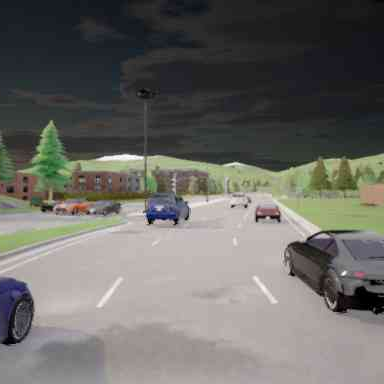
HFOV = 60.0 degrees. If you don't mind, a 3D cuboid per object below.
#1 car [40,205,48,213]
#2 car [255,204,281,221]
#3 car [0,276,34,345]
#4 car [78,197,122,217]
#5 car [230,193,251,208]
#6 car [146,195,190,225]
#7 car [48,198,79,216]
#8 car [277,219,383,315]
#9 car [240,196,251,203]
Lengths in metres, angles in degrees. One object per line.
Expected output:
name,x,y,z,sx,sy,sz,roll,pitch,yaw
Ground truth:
car,-14.588,1.612,36.663,1.895,1.301,4.718,0,0,12
car,5.903,1.571,26.121,1.895,1.301,4.718,0,0,11
car,-3.391,1.531,3.402,1.812,1.442,4.674,0,0,-1
car,-8.418,1.491,32.045,2.128,1.511,4.902,0,0,12
car,6.633,1.178,46.556,2.150,2.045,5.566,0,0,12
car,-1.619,1.210,24.091,2.150,2.045,5.566,0,0,11
car,-11.761,1.358,33.152,2.097,1.767,4.553,0,0,12
car,3.538,1.551,7.632,1.994,1.385,4.181,0,0,1
car,10.962,1.492,67.388,1.994,1.385,4.181,0,0,12
